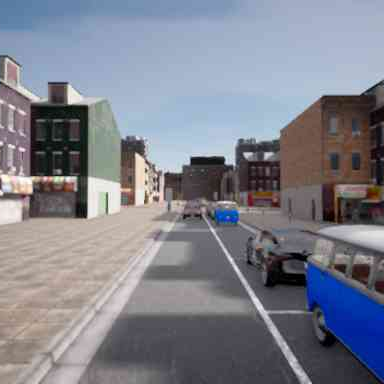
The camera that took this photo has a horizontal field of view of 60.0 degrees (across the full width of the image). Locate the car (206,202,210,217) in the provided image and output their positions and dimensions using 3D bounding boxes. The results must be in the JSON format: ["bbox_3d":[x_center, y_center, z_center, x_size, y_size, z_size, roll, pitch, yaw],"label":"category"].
[{"bbox_3d":[2.608,1.887,31.769,1.752,1.417,4.829,1,-1,0],"label":"car"}]

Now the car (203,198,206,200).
[{"bbox_3d":[2.562,2.370,69.693,1.752,1.417,4.829,1,-1,0],"label":"car"}]

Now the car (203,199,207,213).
[{"bbox_3d":[2.602,1.867,37.140,1.967,1.590,4.097,1,-1,0],"label":"car"}]

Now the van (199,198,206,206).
[{"bbox_3d":[2.551,2.336,80.531,1.690,1.788,3.998,1,-1,0],"label":"van"}]

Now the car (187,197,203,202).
[{"bbox_3d":[0.047,1.864,44.031,2.097,1.767,4.553,0,-1,0],"label":"car"}]

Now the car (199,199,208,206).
[{"bbox_3d":[2.557,2.358,75.027,1.967,1.590,4.097,1,-1,0],"label":"car"}]

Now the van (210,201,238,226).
[{"bbox_3d":[2.617,1.635,26.060,1.690,1.788,3.998,1,-1,0],"label":"van"}]

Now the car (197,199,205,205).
[{"bbox_3d":[2.535,2.705,91.534,2.008,1.369,4.403,1,-1,0],"label":"car"}]

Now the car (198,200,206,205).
[{"bbox_3d":[2.541,2.640,86.031,1.947,1.339,4.313,1,-1,0],"label":"car"}]

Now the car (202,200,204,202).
[{"bbox_3d":[2.594,2.040,42.679,1.887,1.381,4.507,1,-1,0],"label":"car"}]

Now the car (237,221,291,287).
[{"bbox_3d":[2.635,1.671,9.437,1.947,1.339,4.313,1,-1,0],"label":"car"}]

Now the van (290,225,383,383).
[{"bbox_3d":[2.645,1.385,3.900,1.690,1.788,3.998,1,-1,0],"label":"van"}]

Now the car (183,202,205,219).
[{"bbox_3d":[0.059,1.980,33.159,1.895,1.301,4.718,0,-1,0],"label":"car"}]
